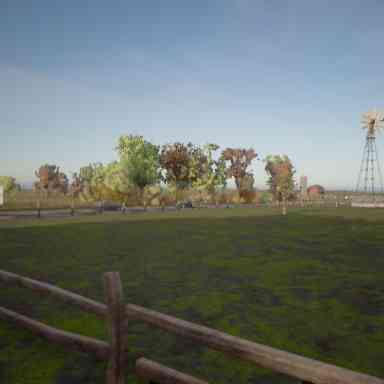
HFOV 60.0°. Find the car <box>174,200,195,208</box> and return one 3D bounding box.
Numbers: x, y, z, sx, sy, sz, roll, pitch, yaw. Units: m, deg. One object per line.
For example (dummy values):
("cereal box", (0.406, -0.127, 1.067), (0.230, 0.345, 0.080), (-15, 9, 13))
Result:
("car", (-1.346, 2.190, 60.849), (1.837, 1.490, 4.892), (1, 0, 36))

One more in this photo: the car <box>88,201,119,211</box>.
("car", (-12.183, 1.925, 45.867), (1.994, 1.385, 4.181), (1, 0, 36))
